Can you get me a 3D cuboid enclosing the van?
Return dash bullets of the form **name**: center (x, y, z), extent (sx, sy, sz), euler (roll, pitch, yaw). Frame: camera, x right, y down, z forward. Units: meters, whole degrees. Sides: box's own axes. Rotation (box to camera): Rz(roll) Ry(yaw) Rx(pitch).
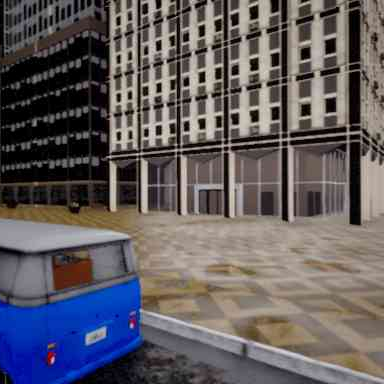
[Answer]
- **van**: center (-2.550, 1.322, 4.701), extent (3.998, 1.788, 1.690), euler (0, 0, 35)
